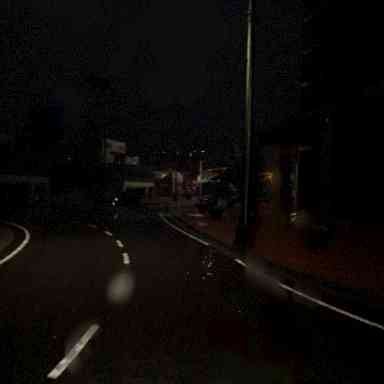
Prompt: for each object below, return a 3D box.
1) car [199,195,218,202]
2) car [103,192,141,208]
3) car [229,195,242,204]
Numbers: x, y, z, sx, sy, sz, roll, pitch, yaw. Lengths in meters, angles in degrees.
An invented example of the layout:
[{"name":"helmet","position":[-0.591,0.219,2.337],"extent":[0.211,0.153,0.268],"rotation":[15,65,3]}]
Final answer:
[{"name":"car","position":[2.920,1.172,57.630],"extent":[1.812,1.442,4.674],"rotation":[2,0,28]},{"name":"car","position":[-7.952,0.821,38.237],"extent":[2.097,1.767,4.553],"rotation":[2,1,35]},{"name":"car","position":[7.787,1.307,59.139],"extent":[1.812,1.442,4.674],"rotation":[2,0,27]}]
